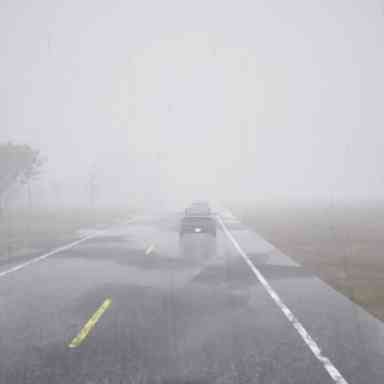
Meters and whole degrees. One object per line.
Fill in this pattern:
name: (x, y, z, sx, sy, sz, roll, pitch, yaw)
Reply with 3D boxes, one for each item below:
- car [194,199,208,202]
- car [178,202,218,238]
car: (0.950, 1.472, 36.187, 1.882, 1.535, 5.008, 0, 0, 3)
car: (0.327, 1.505, 17.868, 1.837, 1.490, 4.892, 0, 0, 1)
